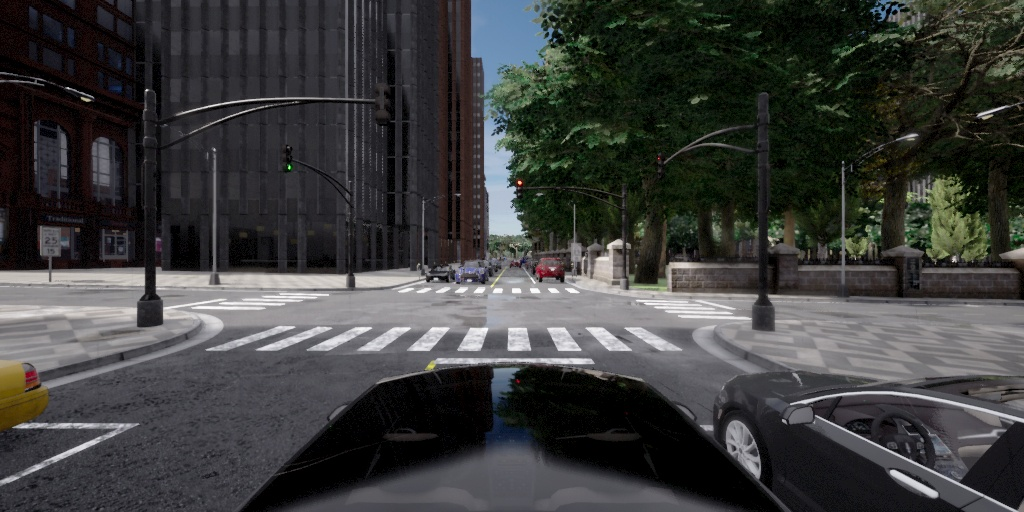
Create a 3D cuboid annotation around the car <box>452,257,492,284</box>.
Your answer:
[{"bbox_3d":[-2.904,1.112,26.850,2.097,1.767,4.553,0,0,0],"label":"car"}]

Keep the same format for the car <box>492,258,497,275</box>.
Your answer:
[{"bbox_3d":[-2.831,1.273,35.953,1.837,1.490,4.892,0,0,1],"label":"car"}]

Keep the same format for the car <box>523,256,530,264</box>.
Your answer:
[{"bbox_3d":[3.186,1.230,55.670,1.967,1.591,4.097,0,0,0],"label":"car"}]

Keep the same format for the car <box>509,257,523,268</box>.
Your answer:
[{"bbox_3d":[0.554,1.323,61.261,1.812,1.442,4.674,0,0,0],"label":"car"}]

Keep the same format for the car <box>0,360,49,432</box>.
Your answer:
[{"bbox_3d":[-5.766,1.275,1.613,1.751,1.417,4.829,0,0,0],"label":"car"}]

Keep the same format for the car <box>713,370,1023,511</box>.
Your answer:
[{"bbox_3d":[2.760,1.300,1.725,2.007,1.370,4.403,0,0,0],"label":"car"}]

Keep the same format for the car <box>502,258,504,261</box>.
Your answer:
[{"bbox_3d":[-2.648,1.354,55.440,1.994,1.385,4.181,0,0,1],"label":"car"}]

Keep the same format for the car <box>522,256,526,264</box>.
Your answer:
[{"bbox_3d":[3.229,1.237,61.126,1.967,1.591,4.097,0,0,0],"label":"car"}]

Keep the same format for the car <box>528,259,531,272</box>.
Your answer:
[{"bbox_3d":[3.057,1.338,39.301,1.948,1.339,4.313,0,0,0],"label":"car"}]

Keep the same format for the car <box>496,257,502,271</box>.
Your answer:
[{"bbox_3d":[-2.751,1.270,45.450,2.128,1.511,4.902,0,0,0],"label":"car"}]

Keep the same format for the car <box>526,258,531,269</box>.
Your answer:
[{"bbox_3d":[3.100,1.329,44.757,2.007,1.370,4.403,0,0,0],"label":"car"}]

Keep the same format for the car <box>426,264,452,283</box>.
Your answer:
[{"bbox_3d":[-5.554,1.326,28.447,1.948,1.339,4.313,0,0,0],"label":"car"}]

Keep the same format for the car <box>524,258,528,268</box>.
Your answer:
[{"bbox_3d":[3.143,1.335,50.214,2.007,1.370,4.403,0,0,0],"label":"car"}]

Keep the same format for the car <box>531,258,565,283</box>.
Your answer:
[{"bbox_3d":[2.971,1.075,28.389,2.192,1.841,5.009,0,0,0],"label":"car"}]
